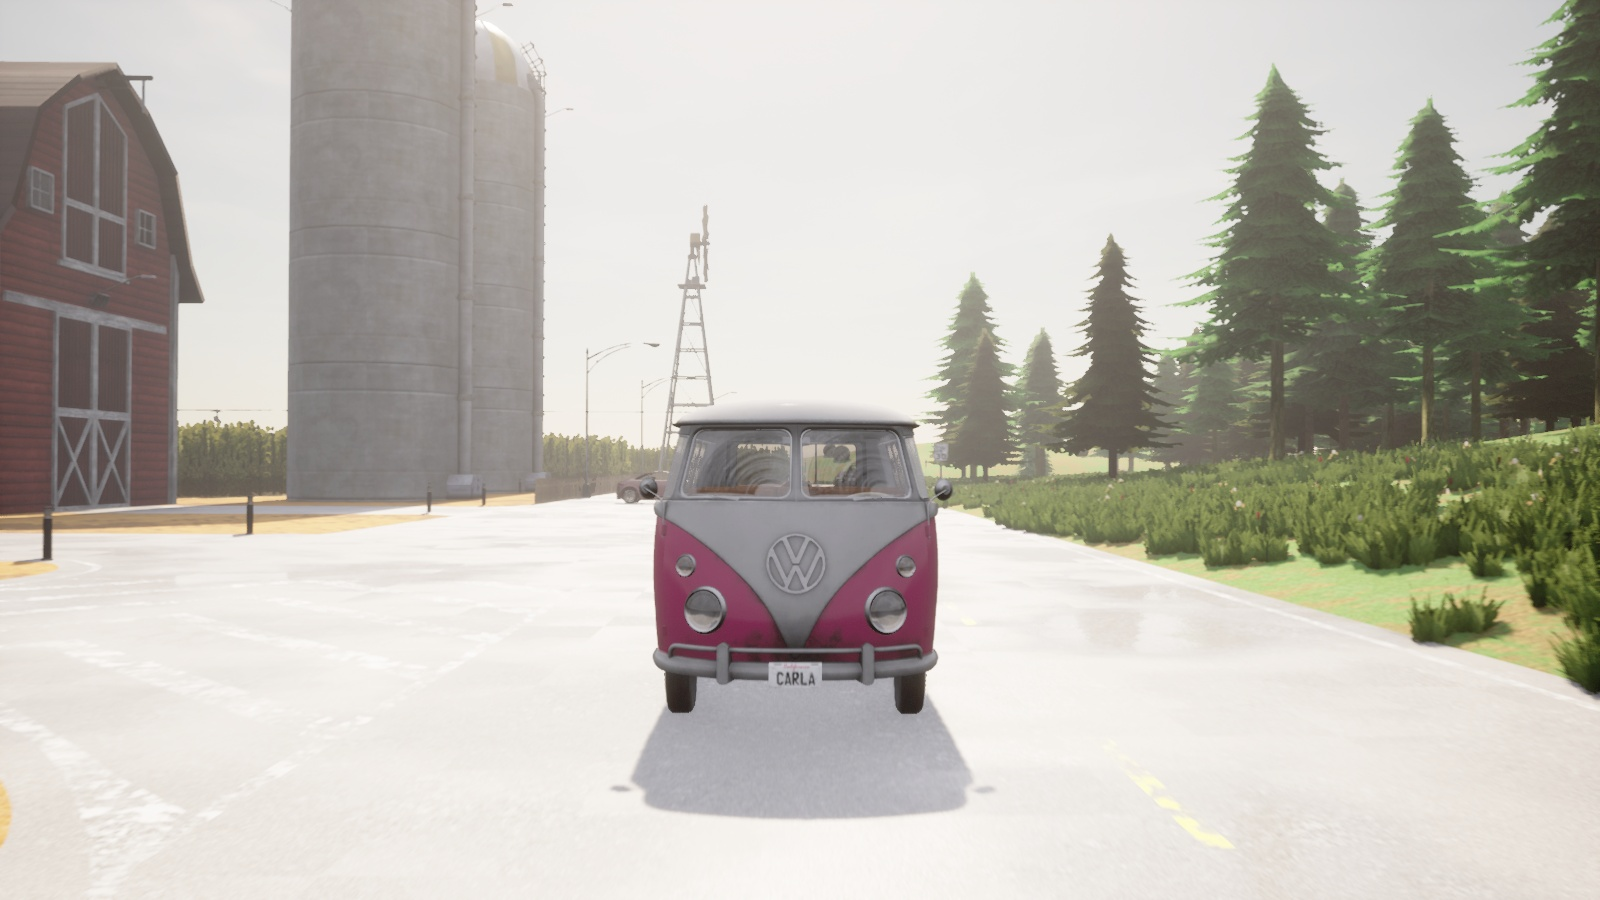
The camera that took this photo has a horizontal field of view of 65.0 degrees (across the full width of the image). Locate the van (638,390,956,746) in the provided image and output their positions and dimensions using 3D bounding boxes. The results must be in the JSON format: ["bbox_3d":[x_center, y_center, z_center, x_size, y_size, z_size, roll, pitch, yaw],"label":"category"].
[{"bbox_3d":[-0.023,0.692,9.261,1.775,1.987,4.442,0,-1,0],"label":"van"}]
